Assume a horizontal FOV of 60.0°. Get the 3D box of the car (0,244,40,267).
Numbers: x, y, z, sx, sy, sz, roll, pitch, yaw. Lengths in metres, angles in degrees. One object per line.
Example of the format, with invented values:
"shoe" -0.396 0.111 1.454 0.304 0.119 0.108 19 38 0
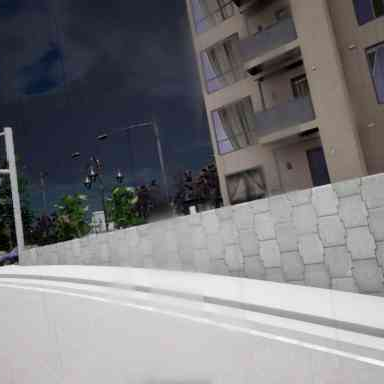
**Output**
"car" -15.501 5.653 29.608 2.097 1.767 4.553 -15 -9 35
